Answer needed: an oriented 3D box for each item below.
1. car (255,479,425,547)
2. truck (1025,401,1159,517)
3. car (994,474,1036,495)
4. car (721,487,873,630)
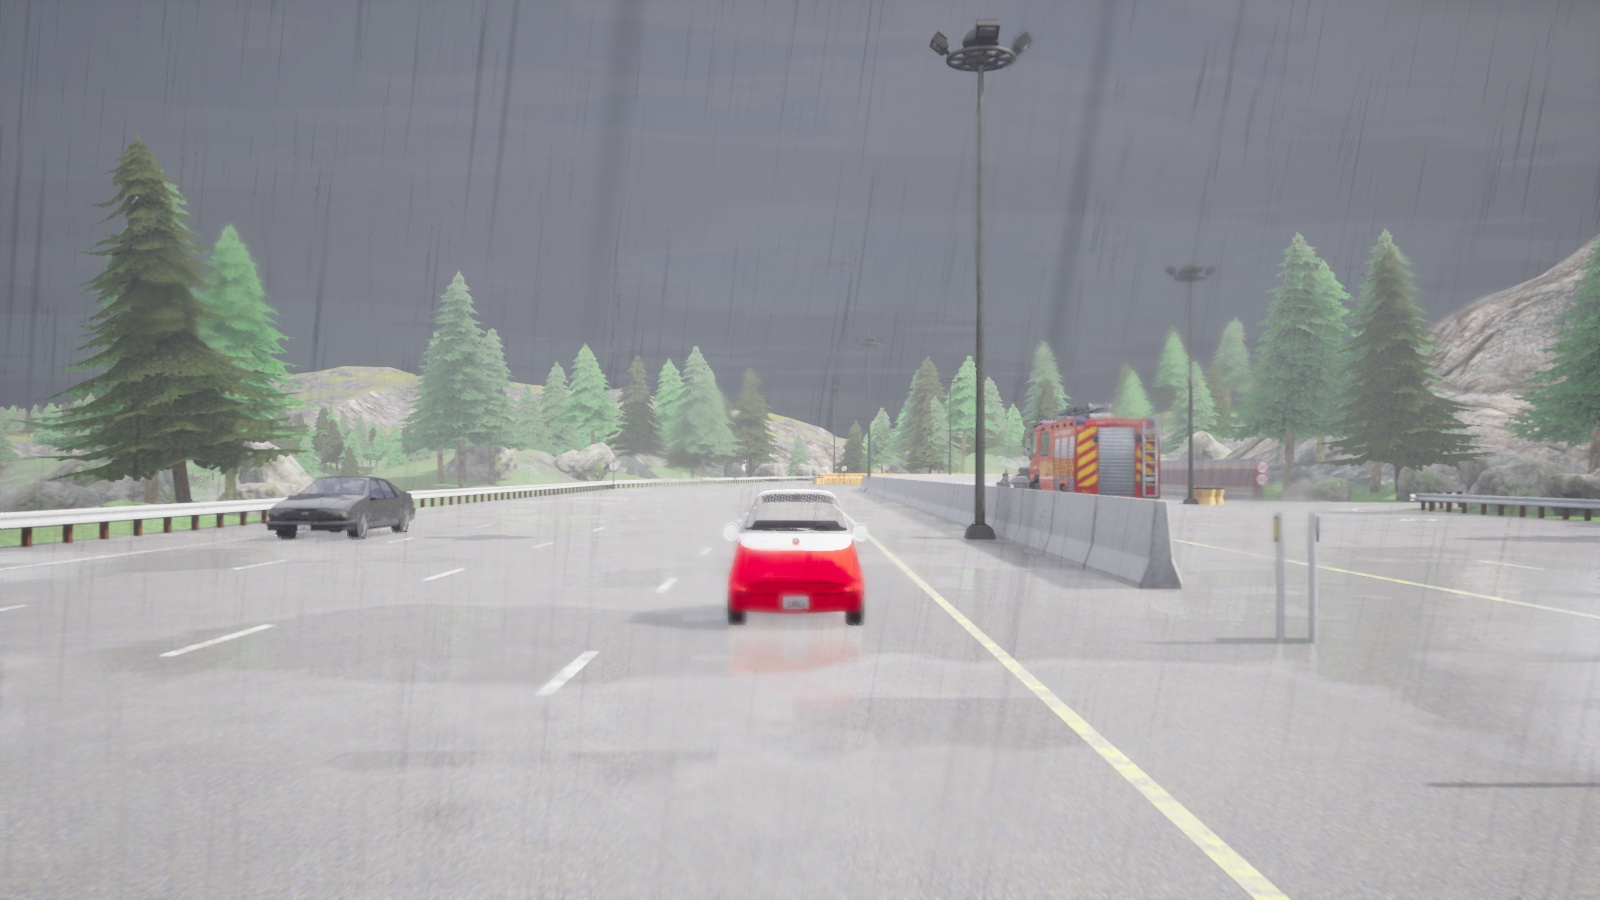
[{"bbox_3d":[-10.570,1.396,29.361,2.033,1.411,5.357,0,-1,0],"label":"car"},{"bbox_3d":[10.388,0.373,45.645,2.891,3.827,8.468,0,-1,0],"label":"truck"},{"bbox_3d":[13.719,2.206,80.375,1.895,1.301,4.718,0,-1,0],"label":"car"},{"bbox_3d":[-0.030,1.094,13.376,1.481,1.376,2.207,0,-1,0],"label":"car"}]
